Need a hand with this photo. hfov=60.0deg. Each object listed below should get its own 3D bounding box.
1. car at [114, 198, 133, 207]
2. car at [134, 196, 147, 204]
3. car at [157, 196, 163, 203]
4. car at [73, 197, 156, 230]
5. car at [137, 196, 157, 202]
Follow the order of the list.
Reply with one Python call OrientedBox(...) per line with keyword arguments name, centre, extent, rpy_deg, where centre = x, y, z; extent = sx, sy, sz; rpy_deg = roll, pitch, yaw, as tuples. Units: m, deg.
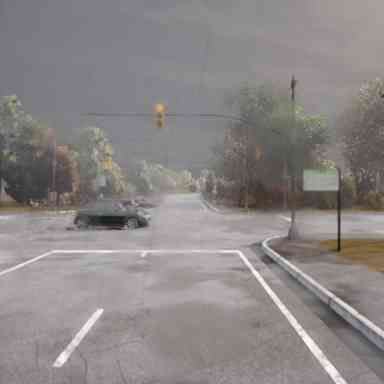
OrientedBox(name="car", centre=(-10.519, 1.600, 51.105), extent=(1.895, 1.301, 4.718), rpy_deg=(0, 0, 0))
OrientedBox(name="car", centre=(-10.416, 1.502, 67.036), extent=(1.837, 1.490, 4.892), rpy_deg=(0, 0, 0))
OrientedBox(name="car", centre=(-6.923, 1.493, 67.161), extent=(2.128, 1.511, 4.902), rpy_deg=(0, 0, 1))
OrientedBox(name="car", centre=(-4.815, 1.346, 20.537), extent=(4.553, 1.767, 2.097), rpy_deg=(0, 0, 3))
OrientedBox(name="car", centre=(-7.019, 1.600, 51.100), extent=(1.895, 1.301, 4.718), rpy_deg=(0, 0, 0))
